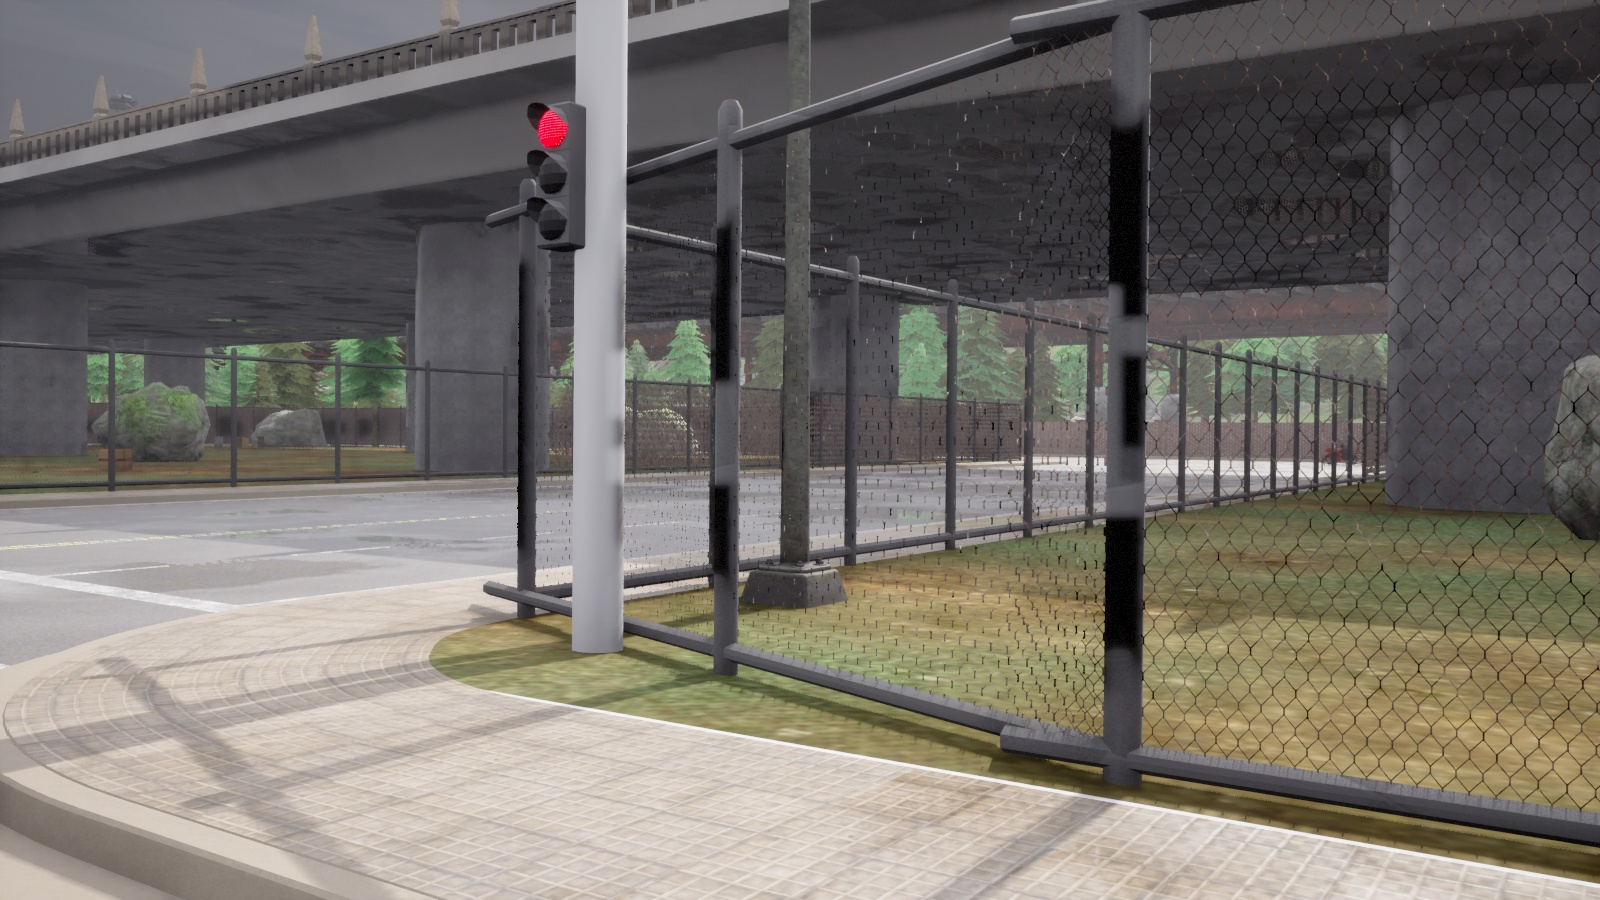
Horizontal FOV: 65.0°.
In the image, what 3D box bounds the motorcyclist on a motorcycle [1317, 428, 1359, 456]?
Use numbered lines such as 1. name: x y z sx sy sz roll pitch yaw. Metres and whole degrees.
1. motorcyclist on a motorcycle: 30.130 -0.465 70.373 2.044 1.523 0.797 0 2 11
